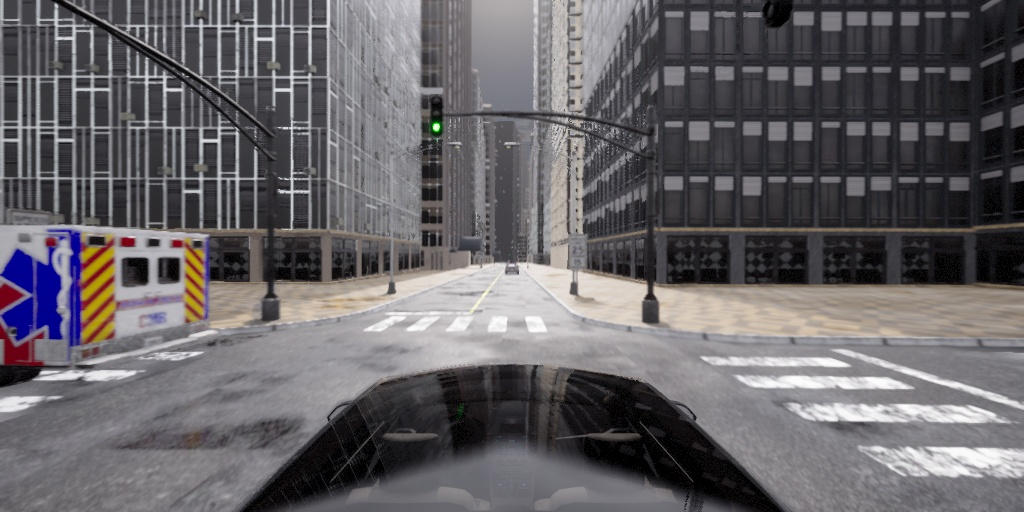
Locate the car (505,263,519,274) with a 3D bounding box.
[{"bbox_3d":[0.011,1.662,48.017,2.033,1.411,5.357,0,-1,0],"label":"car"}]

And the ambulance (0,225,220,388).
[{"bbox_3d":[-9.102,0.765,6.260,6.366,2.431,2.351,0,0,1],"label":"ambulance"}]
